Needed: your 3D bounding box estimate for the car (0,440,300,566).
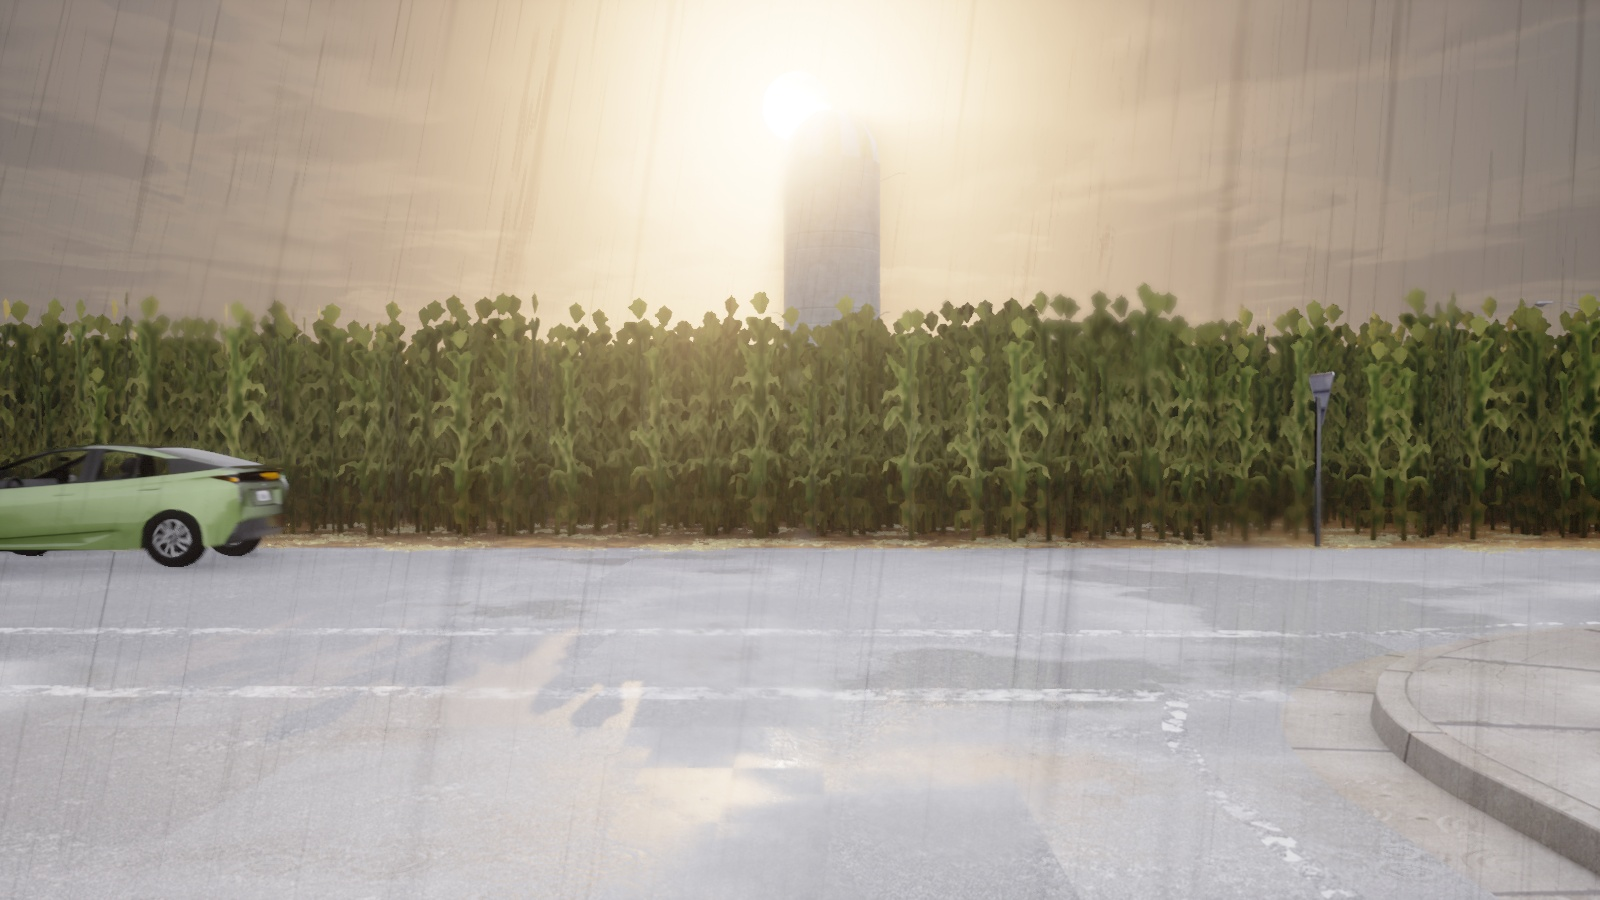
[{"bbox_3d":[-9.114,0.634,16.203,4.514,1.525,2.007,0,0,1],"label":"car"}]
